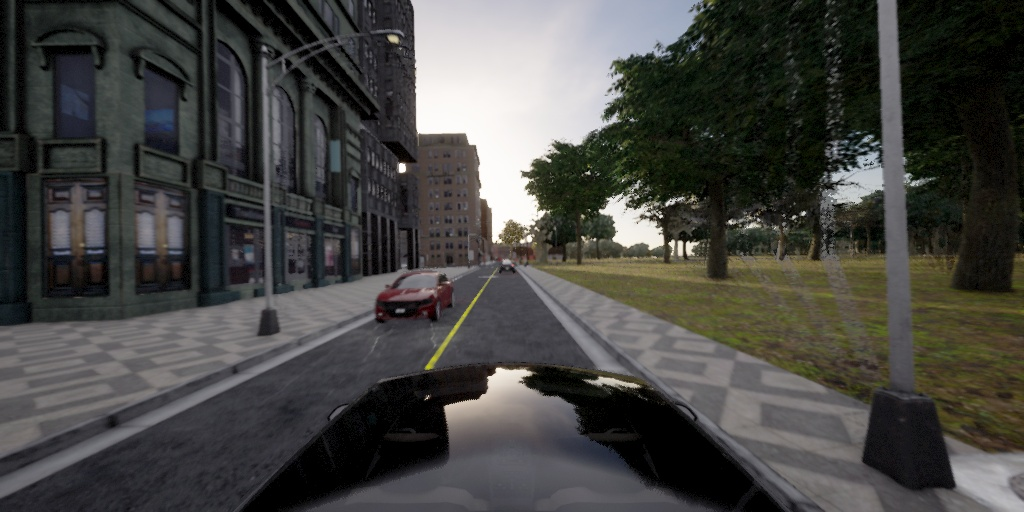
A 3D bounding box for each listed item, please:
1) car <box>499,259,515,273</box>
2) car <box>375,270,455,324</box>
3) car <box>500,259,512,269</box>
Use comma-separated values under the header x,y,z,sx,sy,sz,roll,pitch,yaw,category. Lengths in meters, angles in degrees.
x,y,z,sx,sy,sz,roll,pitch,yaw,category
-0.586,1.285,44.088,1.812,1.442,4.674,-1,0,-1,car
-3.236,1.295,12.729,1.882,1.535,5.008,-1,0,-1,car
-0.926,1.290,59.801,1.882,1.535,5.008,-1,-1,0,car
